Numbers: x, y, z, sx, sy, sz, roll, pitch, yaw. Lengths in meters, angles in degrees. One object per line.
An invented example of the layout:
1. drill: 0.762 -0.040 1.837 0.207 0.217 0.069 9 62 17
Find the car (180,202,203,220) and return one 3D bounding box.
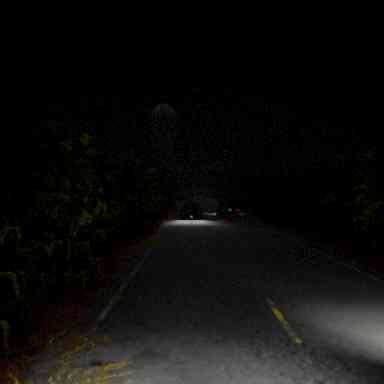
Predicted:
1. car: -0.042 1.547 28.693 2.033 1.411 5.357 0 0 0

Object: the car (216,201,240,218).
1. car: 3.232 1.557 30.600 2.033 1.411 5.357 0 0 0
